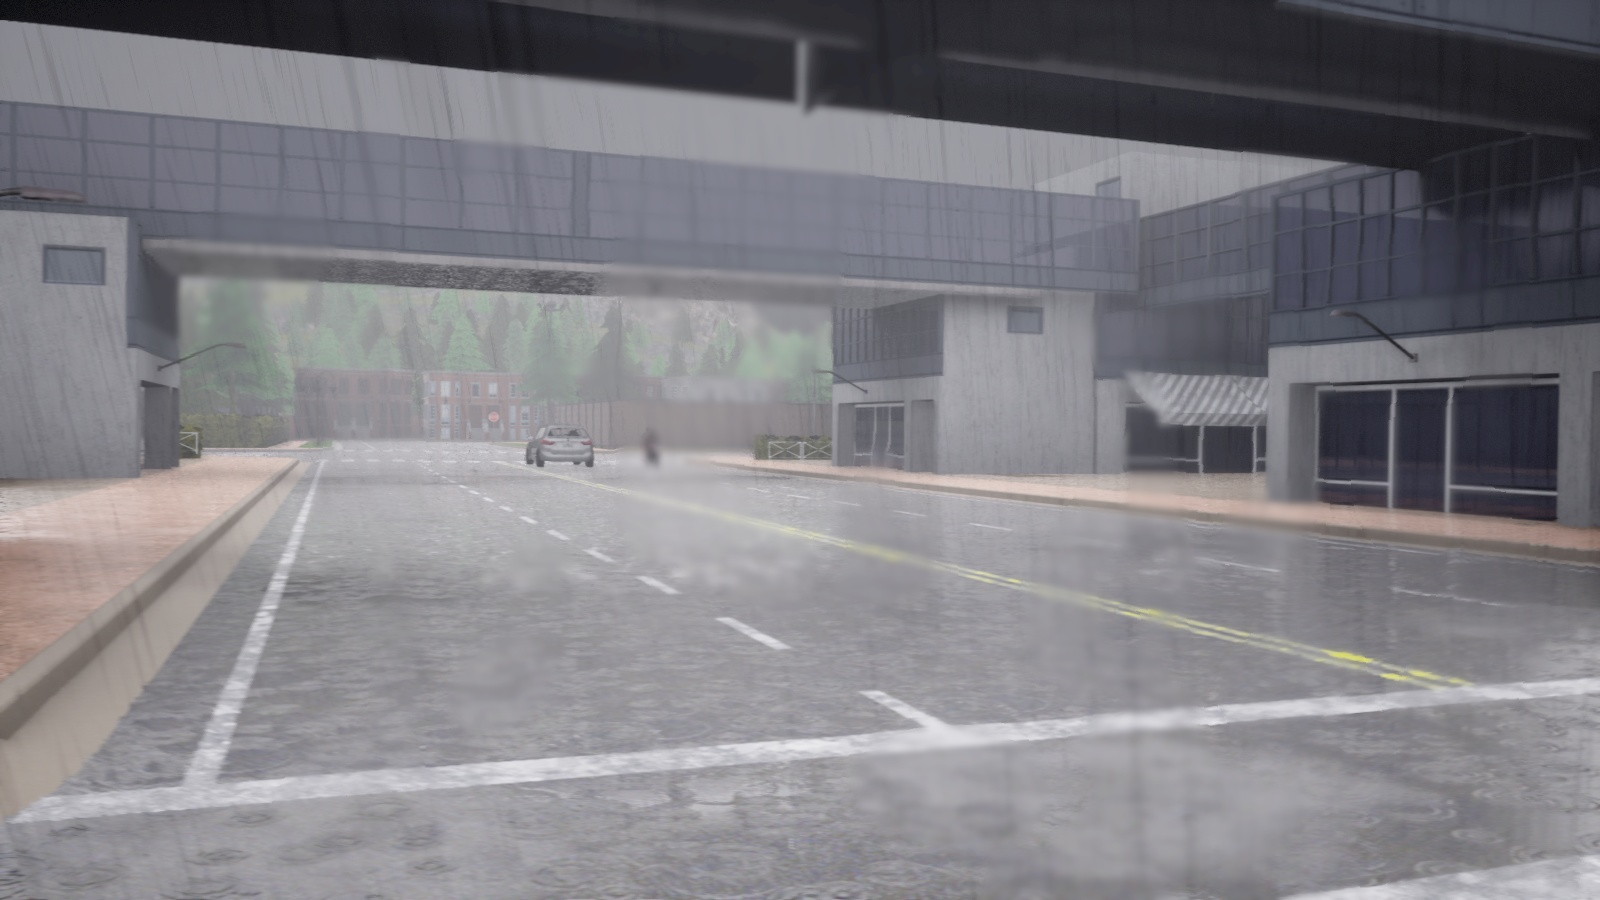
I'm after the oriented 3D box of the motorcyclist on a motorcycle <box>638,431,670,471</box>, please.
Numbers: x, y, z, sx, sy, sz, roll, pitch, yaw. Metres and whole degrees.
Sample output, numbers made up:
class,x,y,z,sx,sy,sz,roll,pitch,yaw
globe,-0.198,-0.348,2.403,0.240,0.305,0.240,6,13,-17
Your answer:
class,x,y,z,sx,sy,sz,roll,pitch,yaw
motorcyclist on a motorcycle,-5.852,0.034,50.108,0.797,1.523,2.044,-1,2,-20

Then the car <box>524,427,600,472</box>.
class,x,y,z,sx,sy,sz,roll,pitch,yaw
car,-9.510,-0.063,49.905,2.242,1.667,4.611,-1,1,-20
